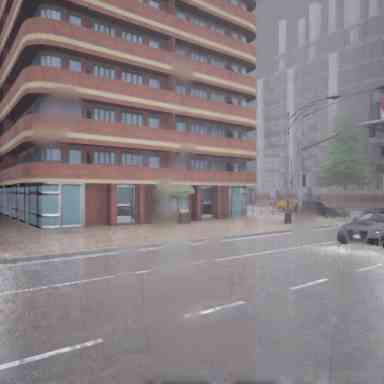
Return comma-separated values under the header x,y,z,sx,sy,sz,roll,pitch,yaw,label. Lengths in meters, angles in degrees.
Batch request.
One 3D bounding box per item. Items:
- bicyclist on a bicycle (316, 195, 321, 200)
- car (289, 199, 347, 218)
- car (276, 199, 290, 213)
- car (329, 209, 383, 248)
x,y,z,sx,sy,sz,roll,pitch,yaw,label
17.784,1.301,46.920,1.656,1.620,0.582,0,0,-36,bicyclist on a bicycle
11.377,1.505,29.278,1.837,1.490,4.892,0,0,-35,car
11.331,1.478,35.464,1.882,1.535,5.008,0,0,-36,car
8.079,1.564,14.331,4.181,1.385,1.994,0,0,-37,car
